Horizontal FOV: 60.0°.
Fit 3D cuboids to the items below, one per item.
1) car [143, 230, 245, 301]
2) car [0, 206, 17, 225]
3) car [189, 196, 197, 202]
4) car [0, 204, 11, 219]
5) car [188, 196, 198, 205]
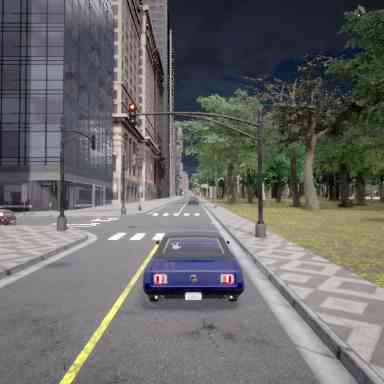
[{"bbox_3d":[0.022,1.607,8.262,1.895,1.301,4.718,0,0,0],"label":"car"},{"bbox_3d":[-13.492,1.373,21.283,4.097,1.590,1.967,0,-2,-1],"label":"car"},{"bbox_3d":[0.203,1.806,81.884,2.033,1.411,5.357,0,0,0],"label":"car"},{"bbox_3d":[-18.937,1.727,29.807,4.313,1.339,1.947,0,-1,0],"label":"car"},{"bbox_3d":[0.277,1.733,65.029,2.033,1.411,5.357,0,0,-2],"label":"car"}]
